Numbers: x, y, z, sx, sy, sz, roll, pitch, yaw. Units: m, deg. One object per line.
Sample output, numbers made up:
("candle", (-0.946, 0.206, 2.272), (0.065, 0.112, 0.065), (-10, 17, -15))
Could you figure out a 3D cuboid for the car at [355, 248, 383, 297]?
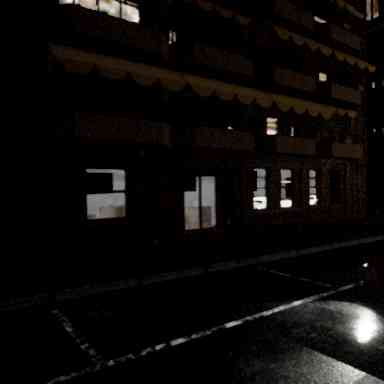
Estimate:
("car", (5.416, 1.493, 7.230), (4.181, 1.385, 1.994), (-1, 0, -35))
